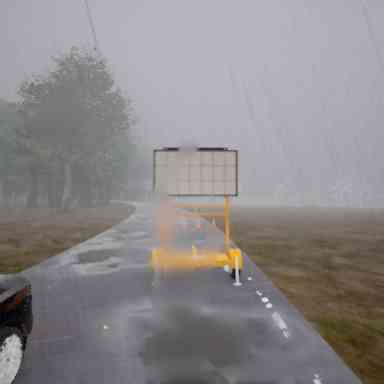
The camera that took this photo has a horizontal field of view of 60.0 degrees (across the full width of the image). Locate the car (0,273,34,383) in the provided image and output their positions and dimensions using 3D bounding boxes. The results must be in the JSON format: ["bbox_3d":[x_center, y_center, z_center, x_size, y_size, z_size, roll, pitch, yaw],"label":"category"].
[{"bbox_3d":[-3.016,1.492,2.369,1.882,1.535,5.008,0,0,0],"label":"car"}]

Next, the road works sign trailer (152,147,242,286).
[{"bbox_3d":[0.098,0.527,9.605,2.380,3.560,2.880,0,0,-1],"label":"road works sign trailer"}]
